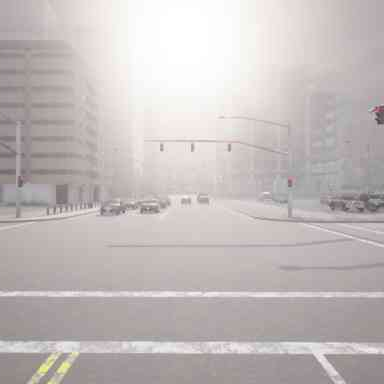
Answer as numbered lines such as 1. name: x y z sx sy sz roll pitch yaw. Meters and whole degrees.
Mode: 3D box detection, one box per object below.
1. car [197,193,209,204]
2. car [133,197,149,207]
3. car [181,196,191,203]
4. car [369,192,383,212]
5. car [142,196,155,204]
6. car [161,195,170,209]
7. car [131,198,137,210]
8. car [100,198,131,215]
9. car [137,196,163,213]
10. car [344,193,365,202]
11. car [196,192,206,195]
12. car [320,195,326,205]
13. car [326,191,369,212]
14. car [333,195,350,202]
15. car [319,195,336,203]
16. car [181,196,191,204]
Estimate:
1. car: 2.299 1.477 64.641 1.882 1.535 5.008 0 0 0
2. car: -8.205 1.564 53.365 1.994 1.385 4.181 0 0 -1
3. car: -1.241 1.542 72.660 2.033 1.411 5.357 0 0 0
4. car: 19.478 1.156 35.725 1.905 1.878 3.866 0 0 0
5. car: -8.241 1.477 63.488 1.882 1.535 5.008 0 0 0
6. car: -4.647 1.352 45.988 2.097 1.767 4.553 0 0 -1
7. car: -8.120 1.526 43.370 1.812 1.442 4.674 0 0 0
8. car: -8.053 1.491 34.221 2.128 1.511 4.902 0 0 0
9. car: -4.575 1.505 36.845 1.837 1.490 4.892 0 0 0
10. car: 33.379 1.153 68.409 1.932 1.855 4.605 0 0 0
11. car: 2.219 1.051 74.446 2.150 2.045 5.566 0 0 0
12. car: 22.103 1.395 53.205 1.970 1.475 3.806 0 0 0
13. car: 16.583 1.153 35.766 1.932 1.855 4.605 0 0 0
14. car: 30.696 1.364 68.346 1.784 1.438 3.905 0 0 0
15. car: 27.801 1.395 68.333 1.970 1.475 3.806 0 0 0
16. car: -1.087 1.491 62.925 2.128 1.511 4.902 0 0 0
